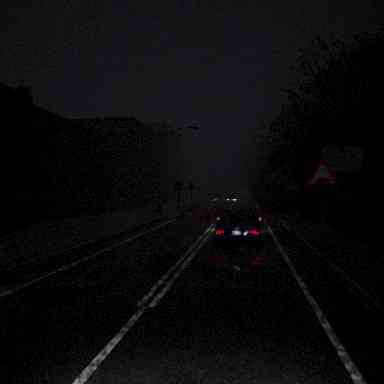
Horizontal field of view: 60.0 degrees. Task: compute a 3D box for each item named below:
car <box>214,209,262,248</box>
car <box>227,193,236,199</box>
[{"bbox_3d":[1.992,1.453,14.234,2.033,1.411,5.357,0,1,9],"label":"car"},{"bbox_3d":[9.083,0.918,76.970,1.895,1.301,4.718,0,0,10],"label":"car"}]
